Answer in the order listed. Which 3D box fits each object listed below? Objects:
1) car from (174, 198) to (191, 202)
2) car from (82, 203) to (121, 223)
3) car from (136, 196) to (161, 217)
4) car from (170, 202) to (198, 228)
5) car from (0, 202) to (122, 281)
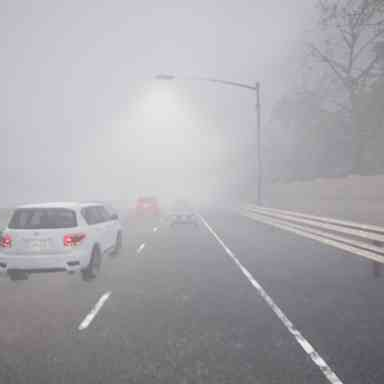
[{"bbox_3d":[-1.222,1.594,43.208,2.097,1.767,4.553,-1,-1,-2],"label":"car"},{"bbox_3d":[-7.770,1.793,29.131,2.033,1.411,5.357,-1,0,-2],"label":"car"},{"bbox_3d":[-4.436,1.452,34.238,2.150,2.045,5.566,-1,0,-2],"label":"car"},{"bbox_3d":[-0.583,1.666,23.253,2.033,1.411,5.357,-1,0,-2],"label":"car"},{"bbox_3d":[-3.676,1.319,10.380,2.150,2.045,5.566,-1,0,-2],"label":"car"}]
